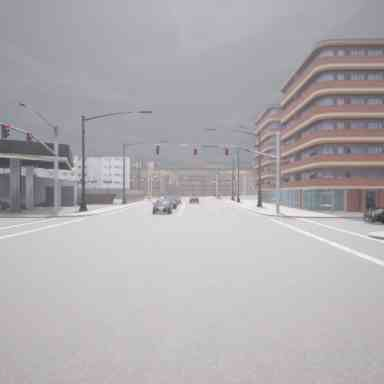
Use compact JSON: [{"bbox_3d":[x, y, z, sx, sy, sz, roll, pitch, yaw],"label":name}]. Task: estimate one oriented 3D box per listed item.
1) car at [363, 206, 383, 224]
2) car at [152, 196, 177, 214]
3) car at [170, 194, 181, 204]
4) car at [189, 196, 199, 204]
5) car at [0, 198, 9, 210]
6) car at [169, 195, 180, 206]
[{"bbox_3d":[14.727,1.352,23.648,4.553,1.767,2.097,0,0,1],"label":"car"},{"bbox_3d":[-3.070,1.492,35.201,2.128,1.511,4.902,0,0,0],"label":"car"},{"bbox_3d":[-3.198,1.352,65.091,2.097,1.767,4.553,0,0,0],"label":"car"},{"bbox_3d":[0.442,1.526,65.794,1.812,1.442,4.674,0,0,0],"label":"car"},{"bbox_3d":[-23.937,1.456,39.397,3.806,1.475,1.970,0,0,1],"label":"car"},{"bbox_3d":[-3.126,1.352,44.919,2.097,1.767,4.553,0,0,0],"label":"car"}]
